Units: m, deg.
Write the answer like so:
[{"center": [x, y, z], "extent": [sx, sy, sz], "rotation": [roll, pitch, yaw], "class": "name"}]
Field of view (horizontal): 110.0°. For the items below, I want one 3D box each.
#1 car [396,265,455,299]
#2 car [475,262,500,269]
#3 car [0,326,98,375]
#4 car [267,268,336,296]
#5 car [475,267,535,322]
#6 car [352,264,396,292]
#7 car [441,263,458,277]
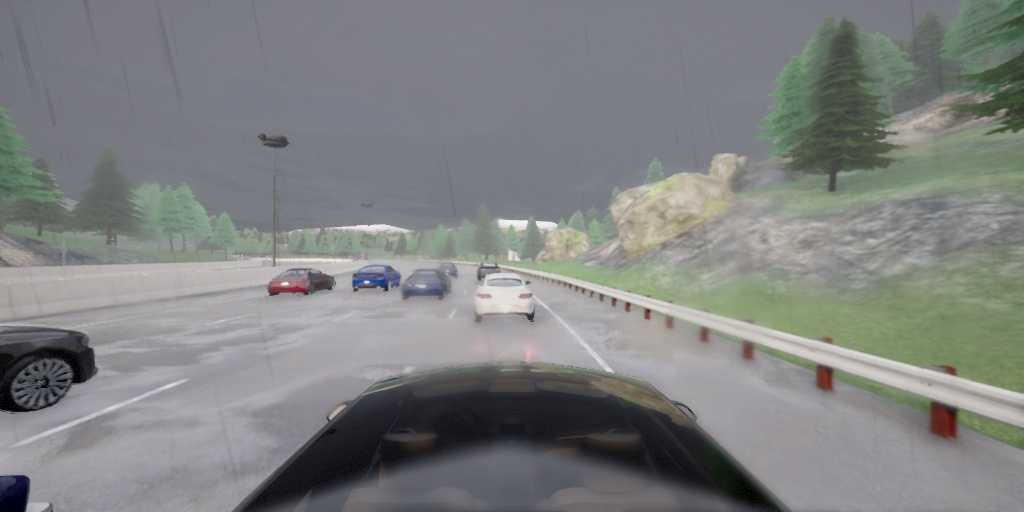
[{"center": [-4.203, 1.331, 18.134], "extent": [1.994, 1.385, 4.181], "rotation": [0, 0, -4], "class": "car"}, {"center": [-1.992, 1.261, 30.087], "extent": [2.128, 1.511, 4.902], "rotation": [0, 0, -7], "class": "car"}, {"center": [-6.987, 1.256, 3.185], "extent": [2.128, 1.511, 4.902], "rotation": [0, 0, 0], "class": "car"}, {"center": [-11.359, 1.346, 19.653], "extent": [1.994, 1.385, 4.181], "rotation": [0, 0, -5], "class": "car"}, {"center": [-0.292, 1.282, 12.314], "extent": [1.812, 1.442, 4.674], "rotation": [0, 0, -3], "class": "car"}, {"center": [-8.034, 1.254, 21.690], "extent": [1.882, 1.535, 5.008], "rotation": [0, 0, -6], "class": "car"}, {"center": [-6.345, 1.344, 35.420], "extent": [1.994, 1.385, 4.181], "rotation": [0, 0, -9], "class": "car"}]
